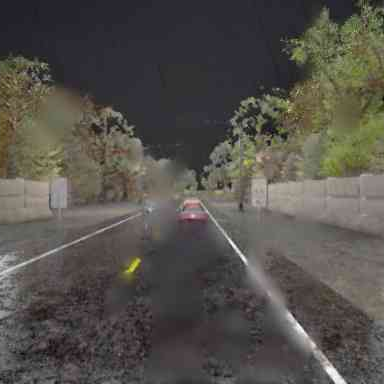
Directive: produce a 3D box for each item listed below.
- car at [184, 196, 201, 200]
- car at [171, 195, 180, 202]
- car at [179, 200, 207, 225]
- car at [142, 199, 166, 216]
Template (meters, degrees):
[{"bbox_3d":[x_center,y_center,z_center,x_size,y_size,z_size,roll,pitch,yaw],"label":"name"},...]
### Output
[{"bbox_3d":[0.072,1.313,42.028,2.097,1.767,4.553,0,0,0],"label":"car"},{"bbox_3d":[-3.513,1.344,72.760,1.812,1.442,4.674,0,0,0],"label":"car"},{"bbox_3d":[0.082,1.540,24.240,1.994,1.385,4.181,-1,1,0],"label":"car"},{"bbox_3d":[-3.600,1.470,32.037,2.128,1.511,4.902,0,0,0],"label":"car"}]
